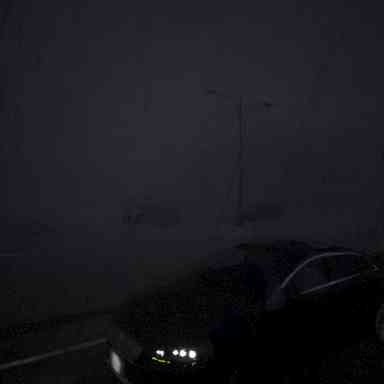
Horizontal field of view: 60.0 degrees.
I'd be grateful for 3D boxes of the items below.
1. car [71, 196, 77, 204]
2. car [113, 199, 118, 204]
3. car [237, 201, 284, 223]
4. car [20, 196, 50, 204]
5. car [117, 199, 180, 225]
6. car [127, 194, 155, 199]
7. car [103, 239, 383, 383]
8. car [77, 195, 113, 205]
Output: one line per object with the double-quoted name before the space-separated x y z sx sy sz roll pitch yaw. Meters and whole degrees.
"car" -18.773 1.324 57.611 3.806 1.475 1.970 0 0 -35
"car" -7.511 1.164 42.043 3.866 1.878 1.905 0 0 -35
"car" 5.014 1.455 24.579 3.633 1.501 1.845 0 0 -35
"car" -26.650 1.362 56.580 4.514 1.523 2.007 0 0 -35
"car" -2.777 1.435 22.775 3.806 1.475 1.970 0 0 -35
"car" -5.510 1.185 39.897 4.605 1.855 1.932 0 0 -35
"car" 1.222 1.509 4.853 4.902 1.511 2.128 0 0 -35
"car" -14.834 1.245 52.535 5.027 1.636 2.152 0 0 -35
